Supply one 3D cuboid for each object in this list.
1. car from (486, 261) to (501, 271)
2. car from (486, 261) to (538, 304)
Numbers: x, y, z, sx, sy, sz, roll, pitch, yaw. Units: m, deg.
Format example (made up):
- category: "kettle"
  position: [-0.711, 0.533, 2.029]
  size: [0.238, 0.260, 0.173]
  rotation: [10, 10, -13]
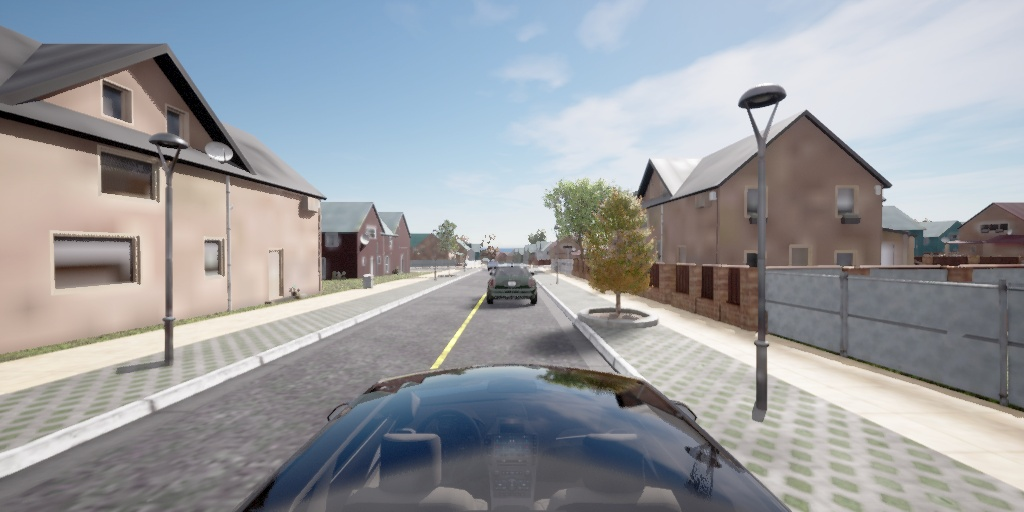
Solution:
- category: "car"
  position: [-2.749, 1.541, 54.957]
  size: [2.033, 1.411, 5.357]
  rotation: [0, 0, 0]
- category: "car"
  position: [0.000, 1.132, 16.476]
  size: [2.097, 1.767, 4.553]
  rotation: [0, 0, 0]
